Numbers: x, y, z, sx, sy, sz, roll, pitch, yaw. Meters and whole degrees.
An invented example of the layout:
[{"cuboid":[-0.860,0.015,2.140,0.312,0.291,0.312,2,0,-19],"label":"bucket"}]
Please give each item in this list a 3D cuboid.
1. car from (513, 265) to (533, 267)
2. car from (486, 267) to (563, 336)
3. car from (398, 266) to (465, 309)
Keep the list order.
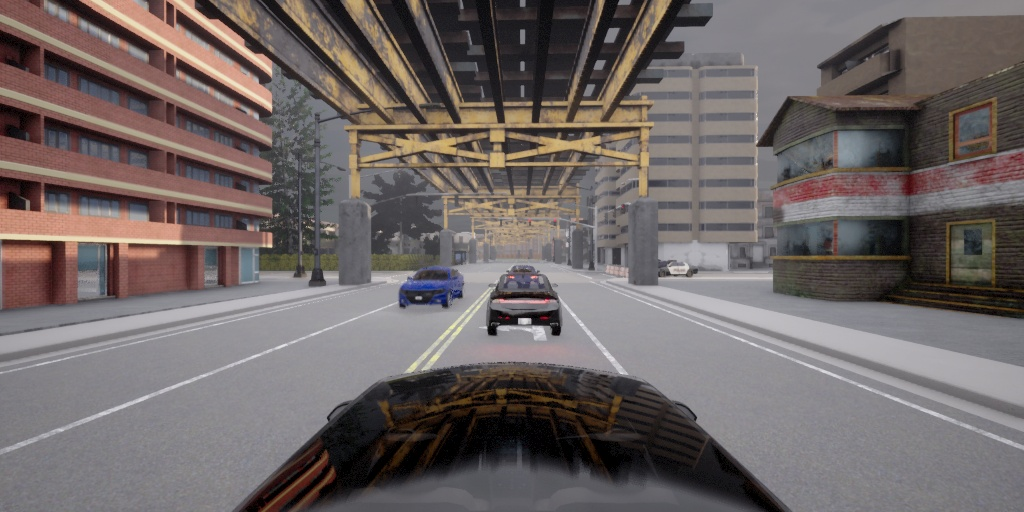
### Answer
[{"cuboid":[0.627,1.240,20.656,1.812,1.442,4.674,0,0,2],"label":"car"},{"cuboid":[0.328,1.232,10.388,2.128,1.511,4.902,0,0,1],"label":"car"},{"cuboid":[-3.216,1.207,15.167,1.882,1.535,5.008,0,0,2],"label":"car"}]
